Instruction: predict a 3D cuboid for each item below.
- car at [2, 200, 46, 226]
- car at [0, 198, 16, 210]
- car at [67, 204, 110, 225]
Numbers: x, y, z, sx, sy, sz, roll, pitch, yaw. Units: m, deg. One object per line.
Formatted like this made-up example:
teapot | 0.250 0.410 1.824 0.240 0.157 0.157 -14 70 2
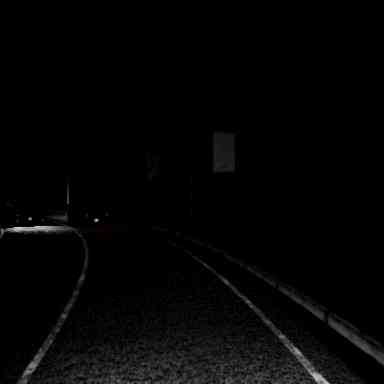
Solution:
car | -11.183 1.466 22.311 1.994 1.385 4.181 0 0 -35
car | -20.184 1.366 36.038 4.674 1.442 1.812 0 0 34
car | -7.369 1.522 23.322 1.895 1.301 4.718 0 0 -33
